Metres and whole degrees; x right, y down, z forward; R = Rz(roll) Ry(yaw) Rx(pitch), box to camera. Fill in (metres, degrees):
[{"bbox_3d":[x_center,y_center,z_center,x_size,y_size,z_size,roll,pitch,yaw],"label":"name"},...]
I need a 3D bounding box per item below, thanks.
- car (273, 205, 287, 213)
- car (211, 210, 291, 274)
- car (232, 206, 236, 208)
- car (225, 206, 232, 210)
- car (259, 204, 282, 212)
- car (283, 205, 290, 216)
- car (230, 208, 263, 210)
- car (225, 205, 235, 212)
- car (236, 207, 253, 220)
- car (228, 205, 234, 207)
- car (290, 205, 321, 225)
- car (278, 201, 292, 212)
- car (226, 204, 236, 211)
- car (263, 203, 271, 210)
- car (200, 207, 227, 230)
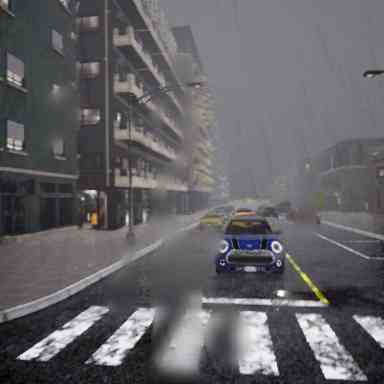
[{"bbox_3d":[15.435,2.969,58.660,1.812,1.442,4.674,-1,-2,9],"label":"car"},{"bbox_3d":[2.004,1.679,11.779,2.097,1.767,4.553,-1,-2,9],"label":"car"},{"bbox_3d":[4.795,2.292,30.138,1.837,1.490,4.892,-1,-1,9],"label":"car"},{"bbox_3d":[2.590,2.443,33.095,2.008,1.369,4.403,-2,-2,9],"label":"car"},{"bbox_3d":[9.691,2.546,41.481,1.837,1.490,4.892,-1,-2,9],"label":"car"},{"bbox_3d":[11.743,2.491,37.422,1.802,1.307,4.206,-2,-2,9],"label":"car"},{"bbox_3d":[3.376,2.031,20.809,1.882,1.535,5.008,-1,-2,9],"label":"car"},{"bbox_3d":[7.715,3.292,66.761,1.887,1.381,4.507,-2,-2,9],"label":"car"},{"bbox_3d":[6.390,2.613,40.438,1.994,1.385,4.181,-1,-2,9],"label":"car"},{"bbox_3d":[3.474,2.474,38.704,1.967,1.590,4.097,-2,-2,9],"label":"car"},{"bbox_3d":[10.910,2.207,31.813,1.967,1.590,4.097,-2,-2,9],"label":"car"},{"bbox_3d":[14.346,2.497,51.785,2.150,2.045,5.566,-1,-2,9],"label":"car"},{"bbox_3d":[8.567,3.442,72.373,2.008,1.369,4.403,-2,-2,9],"label":"car"},{"bbox_3d":[18.574,3.583,82.483,1.752,1.417,4.829,-2,-2,9],"label":"car"},{"bbox_3d":[1.660,2.273,27.324,1.752,1.417,4.829,-2,-2,9],"label":"car"}]
